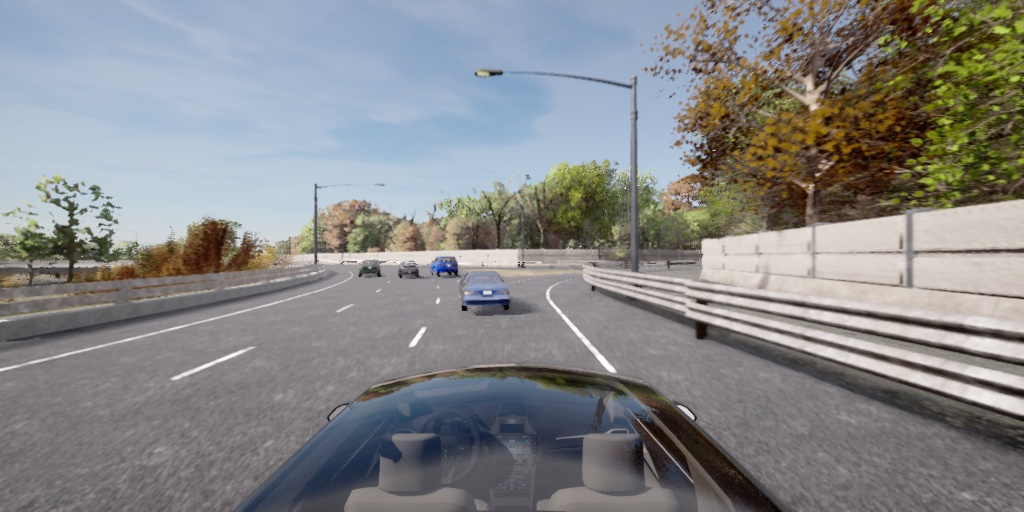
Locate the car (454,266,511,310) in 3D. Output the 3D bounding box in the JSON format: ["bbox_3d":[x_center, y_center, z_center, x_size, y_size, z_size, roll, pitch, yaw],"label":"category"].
[{"bbox_3d":[-1.260,1.320,14.847,2.033,1.411,5.357,0,0,-9],"label":"car"}]

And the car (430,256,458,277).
[{"bbox_3d":[-7.009,1.044,36.873,2.150,2.045,5.566,0,0,-21],"label":"car"}]

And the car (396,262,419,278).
[{"bbox_3d":[-10.421,1.324,35.795,2.128,1.511,4.902,0,0,-21],"label":"car"}]

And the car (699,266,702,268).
[{"bbox_3d":[31.738,1.218,56.504,4.892,1.490,1.837,0,0,-23],"label":"car"}]

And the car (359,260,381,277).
[{"bbox_3d":[-15.158,1.204,38.221,2.097,1.767,4.553,0,0,-22],"label":"car"}]
